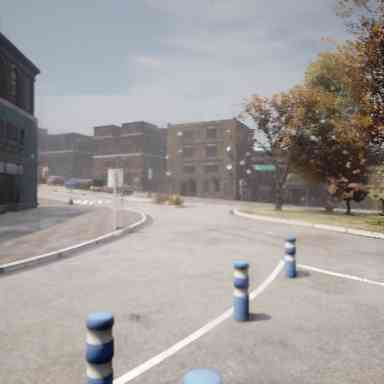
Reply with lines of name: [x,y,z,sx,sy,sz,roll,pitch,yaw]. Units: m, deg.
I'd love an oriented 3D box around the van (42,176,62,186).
van: [-28.048,-2.273,68.481,1.878,1.987,4.442,6,2,8]

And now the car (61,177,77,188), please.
car: [-22.675,-1.710,65.728,2.435,2.045,5.566,6,2,8]

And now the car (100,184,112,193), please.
car: [-14.668,-0.535,61.508,2.002,1.452,4.674,6,2,8]

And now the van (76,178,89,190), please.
van: [-19.988,-1.393,64.454,1.878,1.987,4.442,5,2,8]

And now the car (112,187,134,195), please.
car: [-11.994,-0.279,60.079,2.231,1.521,4.892,5,2,8]

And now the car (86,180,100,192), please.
car: [-17.368,-0.870,62.741,1.946,1.575,5.366,6,2,8]

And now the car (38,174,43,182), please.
car: [-33.390,-2.893,71.465,2.435,2.045,5.566,5,2,8]
